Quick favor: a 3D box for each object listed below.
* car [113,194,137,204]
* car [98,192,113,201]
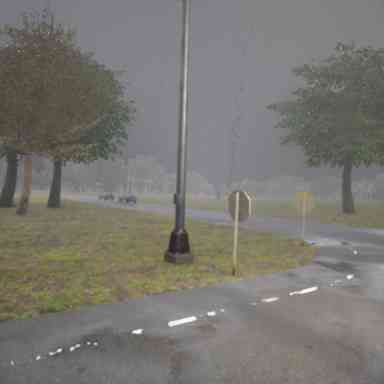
[{"bbox_3d":[-10.418,1.021,53.334,1.837,1.490,4.892,3,0,-33],"label":"car"},{"bbox_3d":[-15.925,0.776,61.630,1.837,1.490,4.892,3,0,-33],"label":"car"}]
